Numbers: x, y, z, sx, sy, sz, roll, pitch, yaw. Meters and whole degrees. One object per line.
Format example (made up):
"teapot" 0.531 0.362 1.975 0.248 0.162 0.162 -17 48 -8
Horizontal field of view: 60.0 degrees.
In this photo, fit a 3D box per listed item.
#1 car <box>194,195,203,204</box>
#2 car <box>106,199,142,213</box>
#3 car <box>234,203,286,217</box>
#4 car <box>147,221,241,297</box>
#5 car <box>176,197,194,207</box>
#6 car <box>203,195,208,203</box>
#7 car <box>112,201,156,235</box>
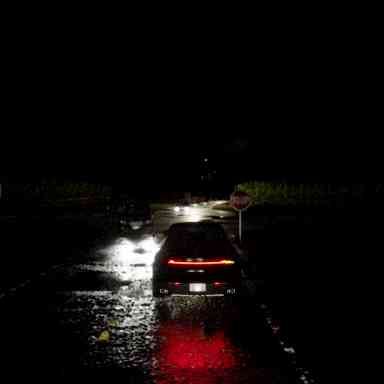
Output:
"car" 0.208 1.598 62.040 1.994 1.385 4.181 0 0 10
"car" -6.872 1.475 35.736 2.128 1.511 4.902 1 0 44
"car" 6.325 1.658 31.587 4.718 1.301 1.895 0 0 5
"car" 0.096 1.506 8.533 1.837 1.490 4.892 0 0 0
"car" -1.278 1.623 51.591 1.895 1.301 4.718 0 0 6
"car" 2.160 1.408 71.940 2.097 1.767 4.553 0 0 12
"car" -3.139 1.493 18.882 2.128 1.511 4.902 0 0 -9
